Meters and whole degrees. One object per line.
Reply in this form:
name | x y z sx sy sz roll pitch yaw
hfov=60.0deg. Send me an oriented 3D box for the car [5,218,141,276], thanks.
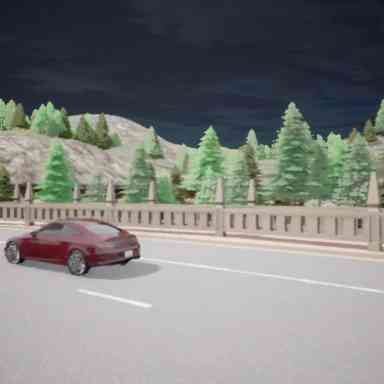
car | -3.706 1.521 10.203 4.674 1.442 1.812 0 0 30
